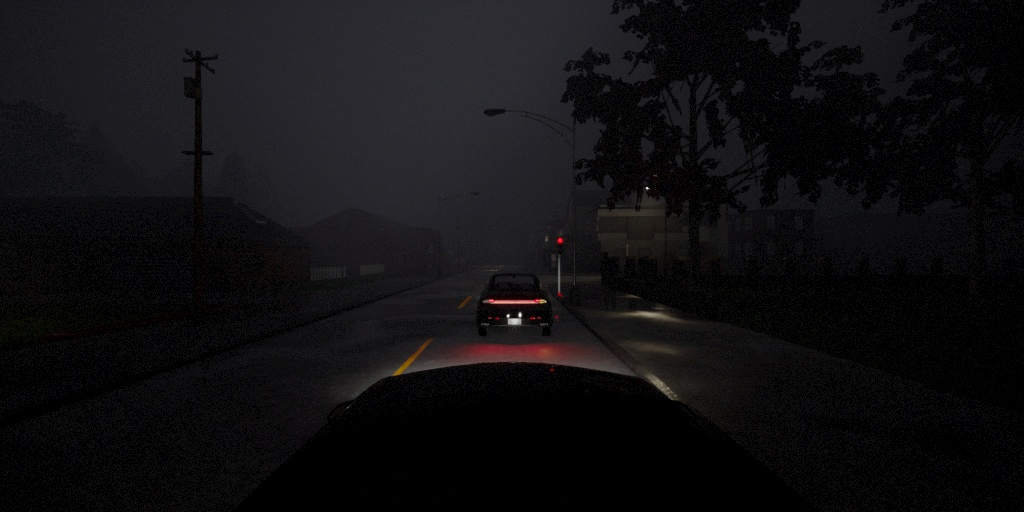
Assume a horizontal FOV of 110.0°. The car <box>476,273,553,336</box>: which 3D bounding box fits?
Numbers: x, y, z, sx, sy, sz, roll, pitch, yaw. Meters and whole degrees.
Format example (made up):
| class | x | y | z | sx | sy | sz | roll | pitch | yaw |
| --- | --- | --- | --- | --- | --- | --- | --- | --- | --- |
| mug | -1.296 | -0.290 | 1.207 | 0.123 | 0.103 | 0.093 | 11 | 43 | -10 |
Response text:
| class | x | y | z | sx | sy | sz | roll | pitch | yaw |
| --- | --- | --- | --- | --- | --- | --- | --- | --- | --- |
| car | 0.060 | 1.242 | 10.376 | 2.128 | 1.511 | 4.902 | 0 | 0 | 0 |
